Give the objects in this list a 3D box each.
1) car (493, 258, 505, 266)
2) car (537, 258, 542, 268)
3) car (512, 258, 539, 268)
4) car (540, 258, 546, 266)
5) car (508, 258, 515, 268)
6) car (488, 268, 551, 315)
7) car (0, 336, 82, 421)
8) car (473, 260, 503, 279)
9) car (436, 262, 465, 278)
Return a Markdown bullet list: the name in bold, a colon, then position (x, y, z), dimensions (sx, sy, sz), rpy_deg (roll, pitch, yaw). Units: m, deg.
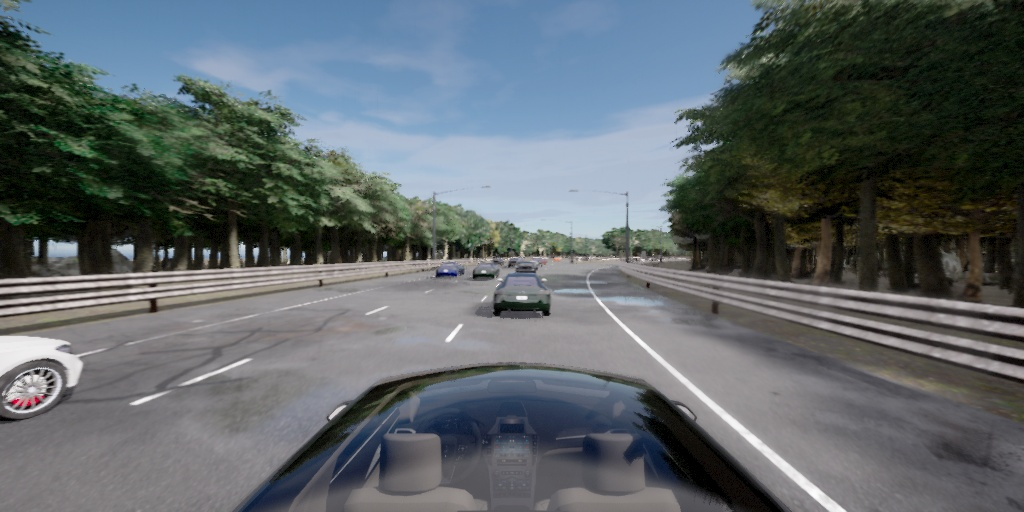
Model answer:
- **car**: position (-2.439, 1.140, 63.821), dimensions (1.837, 1.490, 4.892), rpy_deg (0, 0, 8)
- **car**: position (2.713, 1.297, 48.772), dimensions (1.895, 1.301, 4.718), rpy_deg (0, 0, 6)
- **car**: position (1.305, 1.241, 32.798), dimensions (1.837, 1.490, 4.892), rpy_deg (0, 0, 4)
- **car**: position (4.162, 1.149, 60.705), dimensions (2.128, 1.511, 4.902), rpy_deg (0, 0, 8)
- **car**: position (0.547, 1.160, 59.785), dimensions (1.837, 1.490, 4.892), rpy_deg (0, 0, 8)
- **car**: position (0.371, 1.317, 13.574), dimensions (1.994, 1.385, 4.181), rpy_deg (0, 0, 2)
- **car**: position (-6.737, 1.252, 2.834), dimensions (1.812, 1.442, 4.674), rpy_deg (0, 0, 0)
- **car**: position (-2.214, 1.288, 31.716), dimensions (1.994, 1.385, 4.181), rpy_deg (0, 0, 4)
- **car**: position (-5.613, 1.262, 33.170), dimensions (1.994, 1.385, 4.181), rpy_deg (0, 0, 4)
